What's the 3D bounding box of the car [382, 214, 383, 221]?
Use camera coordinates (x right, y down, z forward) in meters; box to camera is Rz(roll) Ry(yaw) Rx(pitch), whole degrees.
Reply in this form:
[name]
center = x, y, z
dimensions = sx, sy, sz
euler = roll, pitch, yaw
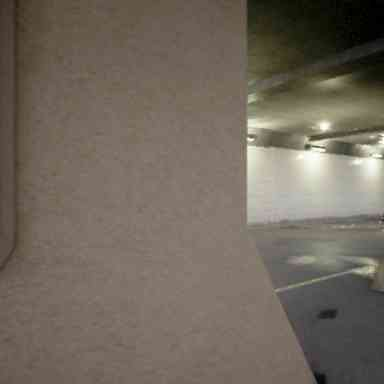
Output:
[car]
center = 15.723, 1.541, 23.790
dimensions = 5.357, 1.411, 2.033
euler = 0, 0, -35
